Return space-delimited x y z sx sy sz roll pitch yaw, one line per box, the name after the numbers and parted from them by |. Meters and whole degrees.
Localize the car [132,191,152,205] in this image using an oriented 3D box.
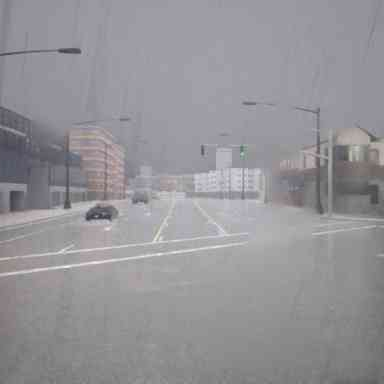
-8.085 0.878 52.657 2.150 2.045 5.566 0 1 -2 | car

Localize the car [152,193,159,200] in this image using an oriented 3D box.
-8.880 1.000 77.135 2.097 1.767 4.553 0 -1 -2 | car

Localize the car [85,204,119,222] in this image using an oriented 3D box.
-7.260 1.638 27.082 1.994 1.385 4.181 0 0 -2 | car
